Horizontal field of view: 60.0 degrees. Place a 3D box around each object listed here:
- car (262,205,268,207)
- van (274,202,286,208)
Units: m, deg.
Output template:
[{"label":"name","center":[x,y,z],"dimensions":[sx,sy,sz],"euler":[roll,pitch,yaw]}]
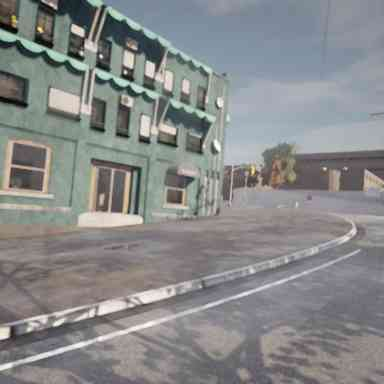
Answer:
[{"label":"car","center":[13.078,3.184,60.064],"dimensions":[2.002,1.452,4.674],"euler":[1,-6,18]},{"label":"van","center":[15.398,2.873,58.128],"dimensions":[1.878,1.987,4.442],"euler":[2,-5,19]}]
